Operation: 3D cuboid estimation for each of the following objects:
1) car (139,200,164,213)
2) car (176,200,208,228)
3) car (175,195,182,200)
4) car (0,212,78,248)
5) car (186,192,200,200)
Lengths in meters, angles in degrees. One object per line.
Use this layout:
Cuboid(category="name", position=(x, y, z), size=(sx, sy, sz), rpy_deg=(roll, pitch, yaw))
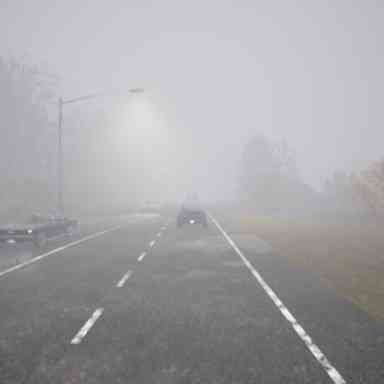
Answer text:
Cuboid(category="car", position=(-4.507, 1.583, 37.296), size=(1.895, 1.301, 4.718), rpy_deg=(0, 0, 7))
Cuboid(category="car", position=(0.004, 1.503, 22.250), size=(1.837, 1.490, 4.892), rpy_deg=(0, 0, 0))
Cuboid(category="car", position=(-3.482, 1.403, 87.613), size=(1.812, 1.442, 4.674), rpy_deg=(0, 0, 0))
Cuboid(category="car", position=(-6.902, 1.602, 15.034), size=(1.895, 1.301, 4.718), rpy_deg=(0, 0, 2))
Cuboid(category="car", position=(0.013, 1.162, 64.660), size=(2.150, 2.045, 5.566), rpy_deg=(0, 0, 0))
